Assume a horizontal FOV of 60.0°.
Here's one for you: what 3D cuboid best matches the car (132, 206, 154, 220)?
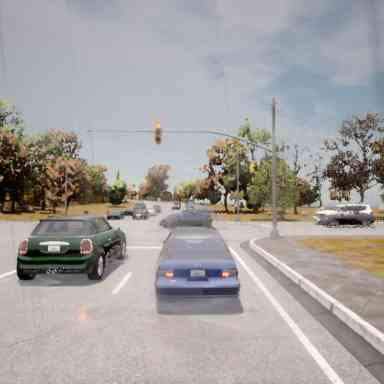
[{"bbox_3d":[-7.270,3.143,47.725,2.128,1.511,4.902,0,-2,1],"label":"car"}]

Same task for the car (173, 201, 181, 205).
[{"bbox_3d":[-3.793,3.514,77.765,1.895,1.301,4.718,0,0,0],"label":"car"}]

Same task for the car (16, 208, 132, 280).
[{"bbox_3d":[-3.455,1.483,10.446,2.097,1.767,4.553,0,-1,0],"label":"car"}]

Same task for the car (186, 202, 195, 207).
[{"bbox_3d":[-0.426,3.276,87.896,1.994,1.385,4.181,0,0,-4],"label":"car"}]

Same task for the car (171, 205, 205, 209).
[{"bbox_3d":[-0.216,2.386,33.007,4.553,1.767,2.097,0,-3,1],"label":"car"}]

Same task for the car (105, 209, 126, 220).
[{"bbox_3d":[-10.811,3.193,47.525,2.033,1.411,5.357,0,-2,-3],"label":"car"}]

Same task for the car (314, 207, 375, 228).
[{"bbox_3d":[13.634,2.369,29.616,4.902,1.511,2.128,0,-3,-2],"label":"car"}]

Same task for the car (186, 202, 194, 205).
[{"bbox_3d":[-0.293,3.442,77.714,1.812,1.442,4.674,0,0,0],"label":"car"}]

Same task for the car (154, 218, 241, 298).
[{"bbox_3d":[0.059,1.643,8.836,2.033,1.411,5.357,0,-1,-1],"label":"car"}]

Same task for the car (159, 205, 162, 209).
[{"bbox_3d":[-7.269,3.466,67.907,1.837,1.490,4.892,0,0,0],"label":"car"}]

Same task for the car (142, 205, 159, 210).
[{"bbox_3d":[-7.297,3.414,57.617,1.812,1.442,4.674,0,-1,0],"label":"car"}]

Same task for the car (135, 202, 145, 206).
[{"bbox_3d":[-10.759,3.182,68.159,2.150,2.045,5.566,0,0,0],"label":"car"}]

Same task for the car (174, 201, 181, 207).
[{"bbox_3d":[-3.925,3.220,87.798,1.837,1.490,4.892,0,0,-4],"label":"car"}]

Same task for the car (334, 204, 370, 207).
[{"bbox_3d":[15.109,2.261,33.172,5.566,2.045,2.150,0,-3,-3],"label":"car"}]

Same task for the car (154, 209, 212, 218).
[{"bbox_3d":[-0.547,2.319,26.880,4.181,1.385,1.994,1,-3,-29],"label":"car"}]
